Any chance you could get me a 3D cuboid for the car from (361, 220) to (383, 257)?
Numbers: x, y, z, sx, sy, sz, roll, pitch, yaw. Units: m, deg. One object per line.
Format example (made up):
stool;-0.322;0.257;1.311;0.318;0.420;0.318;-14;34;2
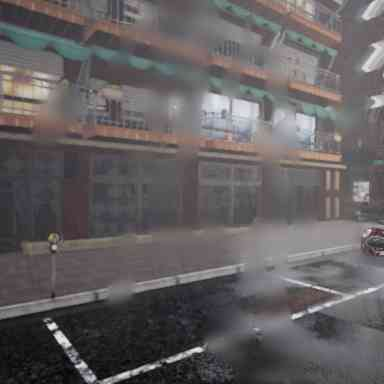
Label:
car;7.641;1.384;11.538;4.097;1.590;1.967;0;1;-35
